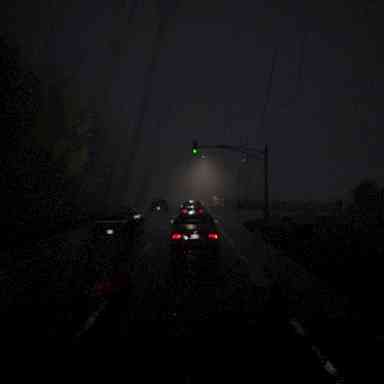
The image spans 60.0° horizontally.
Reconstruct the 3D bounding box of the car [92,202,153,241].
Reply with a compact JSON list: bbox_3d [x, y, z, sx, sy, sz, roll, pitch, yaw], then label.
[{"bbox_3d":[-3.413,1.438,16.260,2.128,1.511,4.902,0,0,0],"label":"car"}]

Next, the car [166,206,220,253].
[{"bbox_3d":[0.088,1.502,13.442,2.033,1.411,5.357,0,0,0],"label":"car"}]

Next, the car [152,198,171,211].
[{"bbox_3d":[-3.429,1.382,36.684,1.837,1.490,4.892,0,1,0],"label":"car"}]

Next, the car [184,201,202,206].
[{"bbox_3d":[0.079,1.455,27.524,2.033,1.411,5.357,0,0,0],"label":"car"}]
